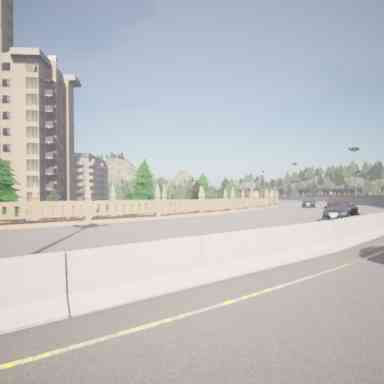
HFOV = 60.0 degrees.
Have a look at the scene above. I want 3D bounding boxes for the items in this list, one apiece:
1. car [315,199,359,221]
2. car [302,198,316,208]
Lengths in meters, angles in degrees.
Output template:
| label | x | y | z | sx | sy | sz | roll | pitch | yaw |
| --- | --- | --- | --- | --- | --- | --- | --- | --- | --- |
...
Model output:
| label | x | y | z | sx | sy | sz | roll | pitch | yaw |
| --- | --- | --- | --- | --- | --- | --- | --- | --- | --- |
| car | 11.570 | 1.523 | 25.718 | 2.128 | 1.511 | 4.902 | 0 | 0 | 37 |
| car | 17.534 | 1.636 | 49.833 | 2.128 | 1.511 | 4.902 | 0 | 0 | 22 |
